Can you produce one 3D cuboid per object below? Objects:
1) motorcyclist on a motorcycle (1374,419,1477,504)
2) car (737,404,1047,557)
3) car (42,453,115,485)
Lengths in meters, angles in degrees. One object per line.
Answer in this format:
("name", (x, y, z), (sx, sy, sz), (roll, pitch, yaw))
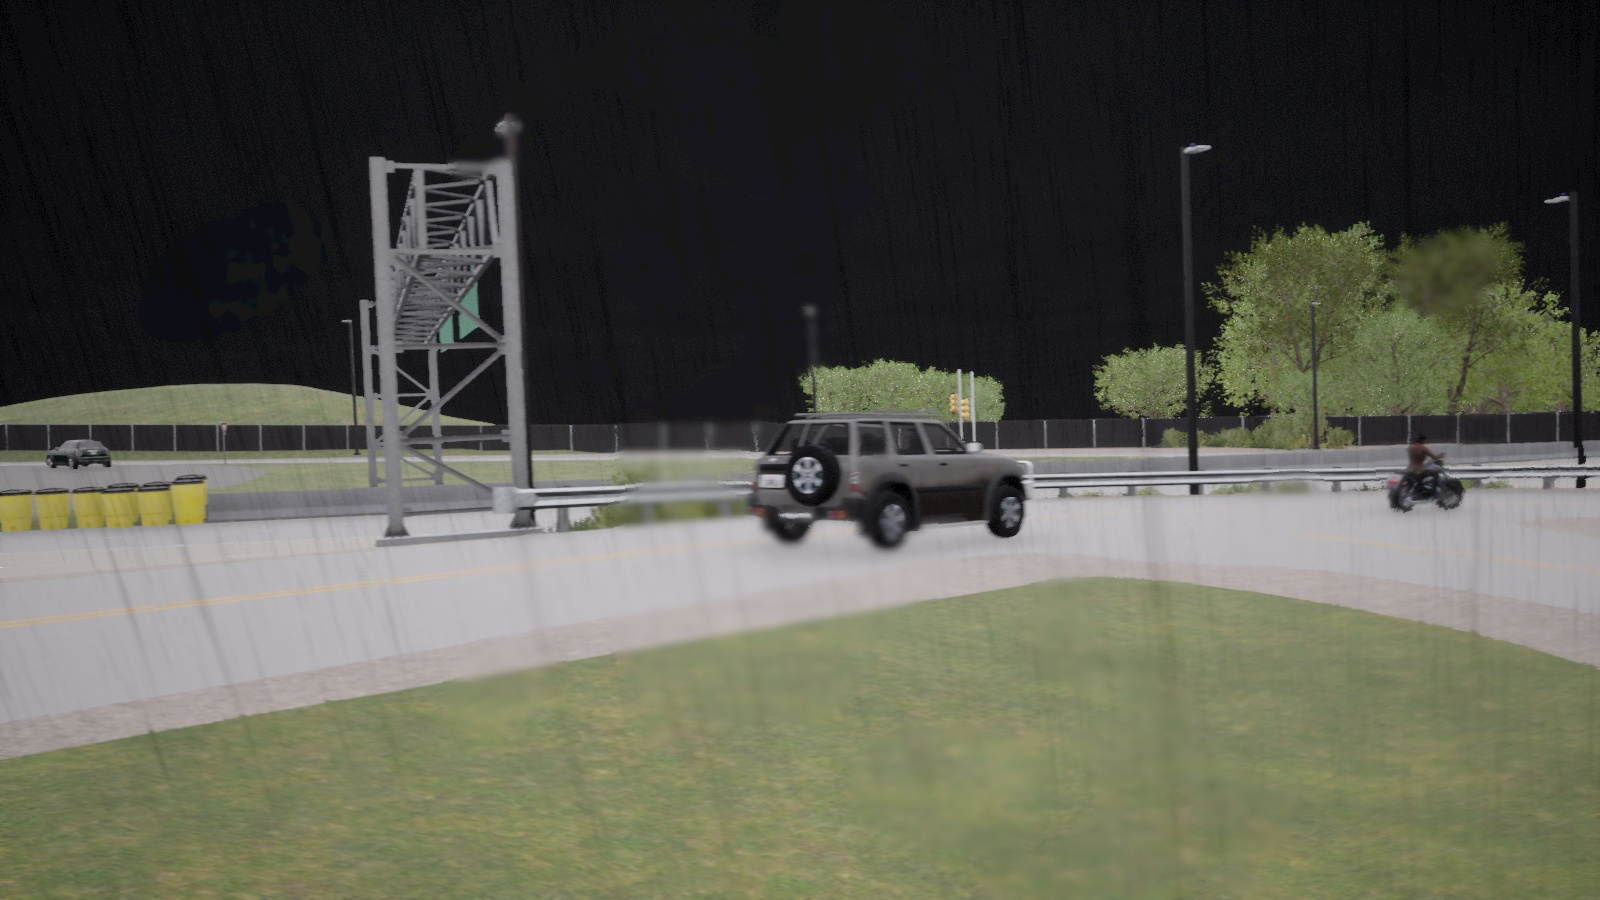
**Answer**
("motorcyclist on a motorcycle", (12.776, 0.204, 25.618), (2.350, 1.649, 0.766), (-1, 3, -34))
("car", (1.431, 0.342, 17.589), (1.932, 1.855, 4.605), (-1, 0, 40))
("car", (-42.868, 1.120, 74.603), (4.553, 1.767, 2.097), (-1, 3, 38))
